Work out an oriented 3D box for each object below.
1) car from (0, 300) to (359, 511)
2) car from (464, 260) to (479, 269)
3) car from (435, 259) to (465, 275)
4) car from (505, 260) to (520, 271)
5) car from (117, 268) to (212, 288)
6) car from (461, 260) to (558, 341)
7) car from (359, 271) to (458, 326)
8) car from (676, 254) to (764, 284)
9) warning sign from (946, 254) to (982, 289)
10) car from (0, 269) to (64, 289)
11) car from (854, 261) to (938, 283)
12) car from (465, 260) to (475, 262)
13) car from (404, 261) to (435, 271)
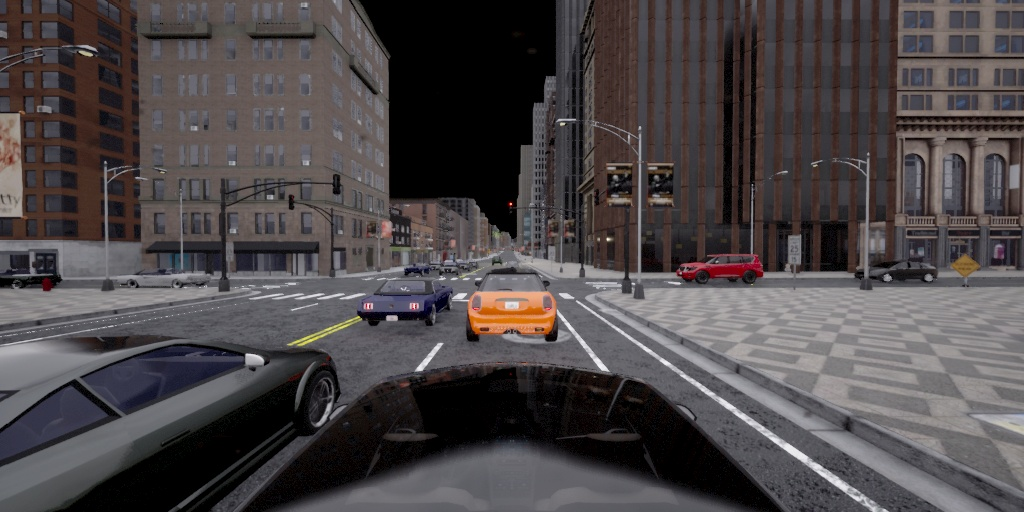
[{"bbox_3d":[-3.158,1.314,2.834,1.994,1.385,4.181,0,0,1],"label":"car"},{"bbox_3d":[-6.587,1.354,58.868,1.994,1.385,4.181,0,0,0],"label":"car"},{"bbox_3d":[-6.603,1.338,38.890,1.994,1.385,4.181,0,0,0],"label":"car"},{"bbox_3d":[0.094,1.333,52.563,2.033,1.411,5.357,0,0,0],"label":"car"},{"bbox_3d":[-22.757,1.450,23.632,4.718,1.301,1.895,0,1,1],"label":"car"},{"bbox_3d":[0.009,1.103,10.002,2.097,1.767,4.553,0,0,0],"label":"car"},{"bbox_3d":[-3.150,1.352,11.653,1.895,1.301,4.718,0,0,0],"label":"car"},{"bbox_3d":[14.837,0.880,25.673,5.566,2.045,2.150,0,1,0],"label":"car"},{"bbox_3d":[25.176,0.831,19.909,1.060,1.860,1.300,0,0,0],"label":"warning sign"},{"bbox_3d":[-33.028,1.485,23.716,4.718,1.301,1.895,0,1,0],"label":"car"},{"bbox_3d":[27.465,1.112,25.724,4.892,1.490,1.837,-1,1,-1],"label":"car"},{"bbox_3d":[-6.603,1.347,48.849,1.994,1.385,4.181,0,0,0],"label":"car"},{"bbox_3d":[-9.854,1.374,37.682,1.895,1.301,4.718,0,0,0],"label":"car"}]
